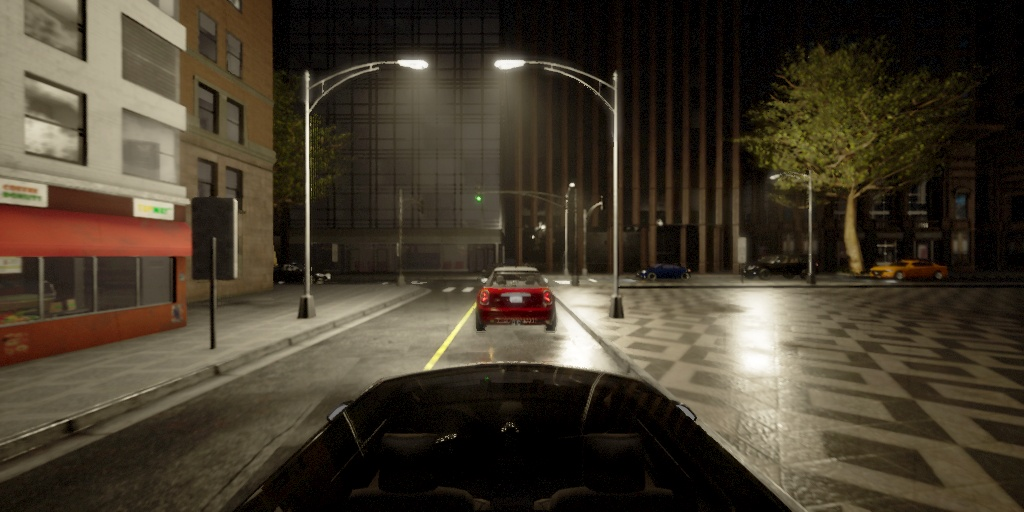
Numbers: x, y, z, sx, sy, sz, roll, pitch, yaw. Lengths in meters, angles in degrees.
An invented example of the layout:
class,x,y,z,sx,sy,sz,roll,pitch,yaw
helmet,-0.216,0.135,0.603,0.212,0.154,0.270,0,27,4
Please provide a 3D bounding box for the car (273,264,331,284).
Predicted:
class,x,y,z,sx,sy,sz,roll,pitch,yaw
car,-15.744,1.316,26.033,4.902,1.511,2.128,0,0,0

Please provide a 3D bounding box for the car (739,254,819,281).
class,x,y,z,sx,sy,sz,roll,pitch,yaw
car,21.626,0.897,29.116,5.566,2.045,2.150,0,0,0

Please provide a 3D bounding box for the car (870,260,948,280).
class,x,y,z,sx,sy,sz,roll,pitch,yaw
car,32.077,1.129,29.084,5.008,1.535,1.882,0,0,0

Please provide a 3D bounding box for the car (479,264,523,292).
class,x,y,z,sx,sy,sz,roll,pitch,yaw
car,-0.795,1.283,22.586,1.812,1.442,4.674,0,0,-14

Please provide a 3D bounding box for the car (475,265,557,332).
class,x,y,z,sx,sy,sz,roll,pitch,yaw
car,0.104,1.105,11.030,2.097,1.767,4.553,0,0,0

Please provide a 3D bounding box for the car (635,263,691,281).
class,x,y,z,sx,sy,sz,roll,pitch,yaw
car,12.241,1.270,29.152,4.181,1.385,1.994,0,0,0
